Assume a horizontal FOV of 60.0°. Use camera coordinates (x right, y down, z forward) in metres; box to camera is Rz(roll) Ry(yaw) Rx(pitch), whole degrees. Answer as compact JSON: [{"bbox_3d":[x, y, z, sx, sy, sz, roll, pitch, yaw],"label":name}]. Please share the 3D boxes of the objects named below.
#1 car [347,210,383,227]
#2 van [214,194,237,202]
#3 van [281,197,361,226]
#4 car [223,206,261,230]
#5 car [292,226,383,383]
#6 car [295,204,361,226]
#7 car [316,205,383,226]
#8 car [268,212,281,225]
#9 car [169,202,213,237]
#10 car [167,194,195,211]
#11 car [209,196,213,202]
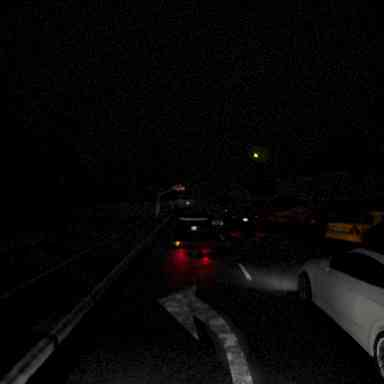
[{"bbox_3d":[8.061,1.499,11.103,4.892,1.521,2.231,1,0,-20],"label":"car"},{"bbox_3d":[7.949,1.373,75.275,4.442,1.987,1.878,1,-1,-20],"label":"van"},{"bbox_3d":[7.960,1.291,20.007,4.442,1.987,1.878,1,0,-20],"label":"van"},{"bbox_3d":[3.096,1.593,21.258,1.994,1.385,4.181,0,0,0],"label":"car"},{"bbox_3d":[3.099,1.524,4.990,1.812,1.442,4.674,0,0,0],"label":"car"},{"bbox_3d":[8.092,1.541,17.080,4.792,1.488,2.163,1,0,-20],"label":"car"},{"bbox_3d":[8.241,1.503,14.150,5.366,1.575,1.946,1,0,-20],"label":"car"},{"bbox_3d":[7.893,1.521,22.965,5.366,1.575,1.946,1,0,-20],"label":"car"},{"bbox_3d":[0.097,1.514,18.203,2.128,1.511,4.902,0,0,0],"label":"car"},{"bbox_3d":[-1.416,1.310,40.404,2.150,2.045,5.566,0,0,-20],"label":"car"},{"bbox_3d":[8.084,1.942,93.188,4.553,1.767,2.185,1,-1,-20],"label":"car"}]
